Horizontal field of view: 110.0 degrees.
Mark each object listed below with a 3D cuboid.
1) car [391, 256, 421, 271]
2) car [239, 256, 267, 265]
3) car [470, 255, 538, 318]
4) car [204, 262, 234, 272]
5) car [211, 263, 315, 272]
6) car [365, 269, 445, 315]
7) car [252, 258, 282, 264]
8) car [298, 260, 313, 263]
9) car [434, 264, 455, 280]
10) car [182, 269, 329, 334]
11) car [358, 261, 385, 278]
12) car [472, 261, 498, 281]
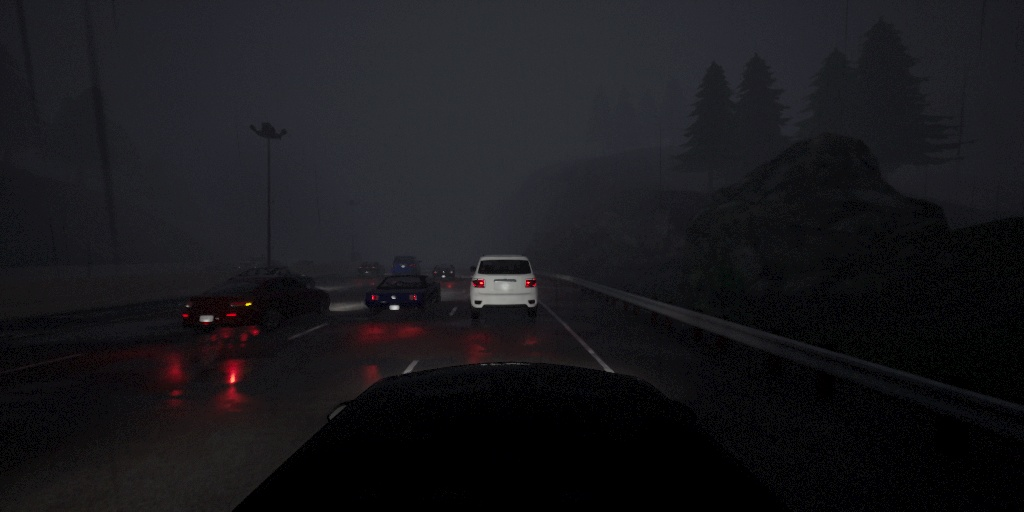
[{"bbox_3d":[-9.841,0.995,33.558,2.150,2.045,5.566,0,0,-10],"label":"car"},{"bbox_3d":[-35.277,1.049,49.299,2.150,2.045,5.566,0,0,-16],"label":"car"},{"bbox_3d":[-0.363,0.973,13.268,2.150,2.045,5.566,0,0,-3],"label":"car"},{"bbox_3d":[-38.344,1.436,47.359,1.895,1.301,4.718,0,0,-16],"label":"car"},{"bbox_3d":[-11.196,1.267,17.004,2.128,1.511,4.902,0,0,-5],"label":"car"},{"bbox_3d":[-3.903,1.360,13.703,1.895,1.301,4.718,0,0,-4],"label":"car"},{"bbox_3d":[-30.627,1.323,45.622,1.837,1.490,4.892,0,0,-15],"label":"car"},{"bbox_3d":[-27.490,1.317,47.409,1.837,1.490,4.892,0,0,-15],"label":"car"},{"bbox_3d":[-5.939,1.366,31.473,1.895,1.301,4.718,0,0,-9],"label":"car"},{"bbox_3d":[-7.248,1.292,10.675,1.812,1.442,4.674,0,0,-3],"label":"car"},{"bbox_3d":[-13.697,1.274,35.067,2.128,1.511,4.902,0,0,-11],"label":"car"},{"bbox_3d":[-2.460,1.263,31.686,1.837,1.490,4.892,0,0,-9],"label":"car"}]
